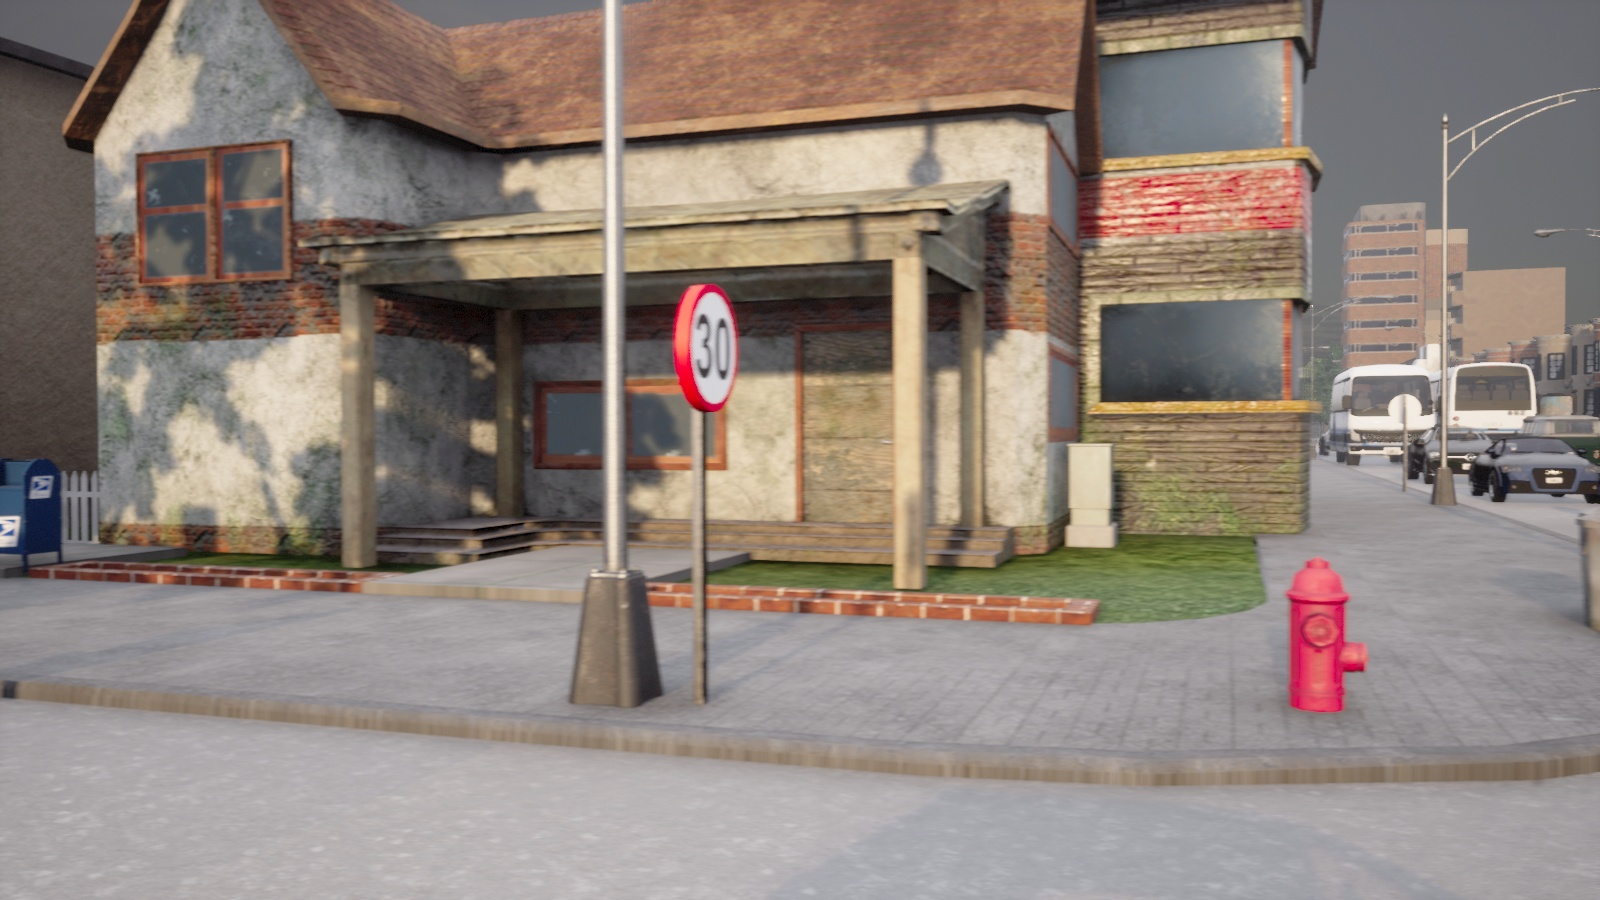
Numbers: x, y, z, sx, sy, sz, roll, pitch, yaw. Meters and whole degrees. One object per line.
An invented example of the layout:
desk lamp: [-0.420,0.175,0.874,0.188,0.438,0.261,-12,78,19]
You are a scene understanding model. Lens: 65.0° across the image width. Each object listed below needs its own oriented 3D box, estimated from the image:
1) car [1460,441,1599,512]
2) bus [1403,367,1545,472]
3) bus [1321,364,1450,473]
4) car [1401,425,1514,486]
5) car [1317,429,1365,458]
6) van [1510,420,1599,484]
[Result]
car: [15.909,0.523,27.426,1.994,1.385,4.181,1,1,19]
bus: [30.045,-1.318,56.525,3.944,4.253,10.273,1,1,19]
bus: [25.147,-1.306,54.549,3.944,4.253,10.273,1,1,19]
car: [19.030,0.107,36.594,2.152,1.651,5.027,1,1,19]
car: [31.377,-0.414,72.897,2.152,1.651,5.027,1,1,19]
van: [24.871,0.029,41.346,1.775,1.987,4.442,1,1,19]
